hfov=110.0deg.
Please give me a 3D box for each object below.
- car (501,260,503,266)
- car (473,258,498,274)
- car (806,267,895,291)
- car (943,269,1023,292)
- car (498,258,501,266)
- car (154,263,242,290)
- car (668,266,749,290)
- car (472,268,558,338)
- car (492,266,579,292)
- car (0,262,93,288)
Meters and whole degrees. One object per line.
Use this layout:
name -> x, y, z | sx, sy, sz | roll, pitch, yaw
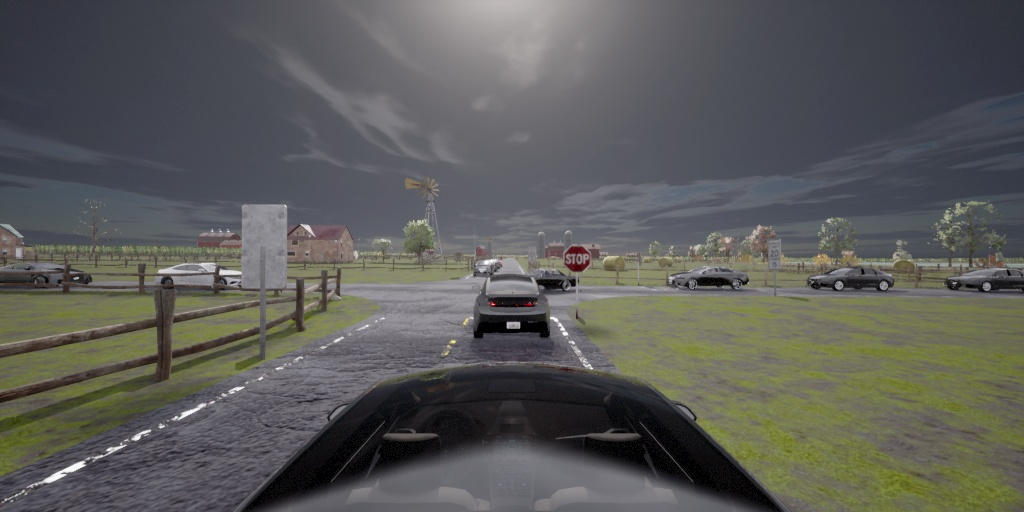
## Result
car -> -2.823, 1.240, 55.867 | 2.128, 1.511, 4.902 | 0, 0, 0
car -> -2.860, 1.243, 36.879 | 2.128, 1.511, 4.902 | 0, 0, 0
car -> 22.199, 1.499, 23.639 | 4.892, 1.490, 1.837 | 1, -1, -1
car -> 31.702, 1.587, 23.760 | 4.892, 1.490, 1.837 | 1, -1, -1
car -> -2.853, 1.241, 46.325 | 2.128, 1.511, 4.902 | 0, 0, 0
car -> -17.244, 1.103, 20.149 | 4.674, 1.442, 1.812 | 1, -1, -1
car -> 12.797, 1.397, 23.468 | 4.902, 1.511, 2.128 | 1, -1, -2
car -> -0.074, 1.256, 10.193 | 1.837, 1.490, 4.892 | 0, 0, -3
car -> 1.499, 1.369, 20.239 | 4.718, 1.301, 1.895 | 1, 0, -35
car -> -26.364, 1.048, 20.027 | 4.181, 1.385, 1.994 | 1, -1, -1
